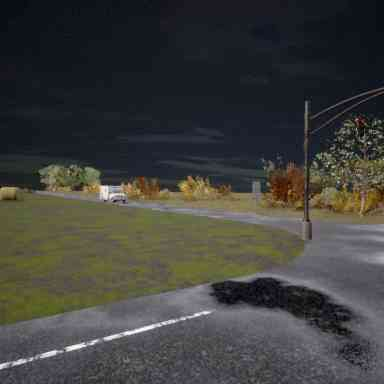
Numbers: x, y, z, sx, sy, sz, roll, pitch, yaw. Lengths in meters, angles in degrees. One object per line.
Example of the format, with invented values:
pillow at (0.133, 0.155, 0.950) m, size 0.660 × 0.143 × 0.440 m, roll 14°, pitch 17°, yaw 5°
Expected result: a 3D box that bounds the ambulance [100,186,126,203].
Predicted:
ambulance at (-11.882, 0.341, 50.062) m, size 2.351 × 2.431 × 6.366 m, roll 2°, pitch 0°, yaw -32°
